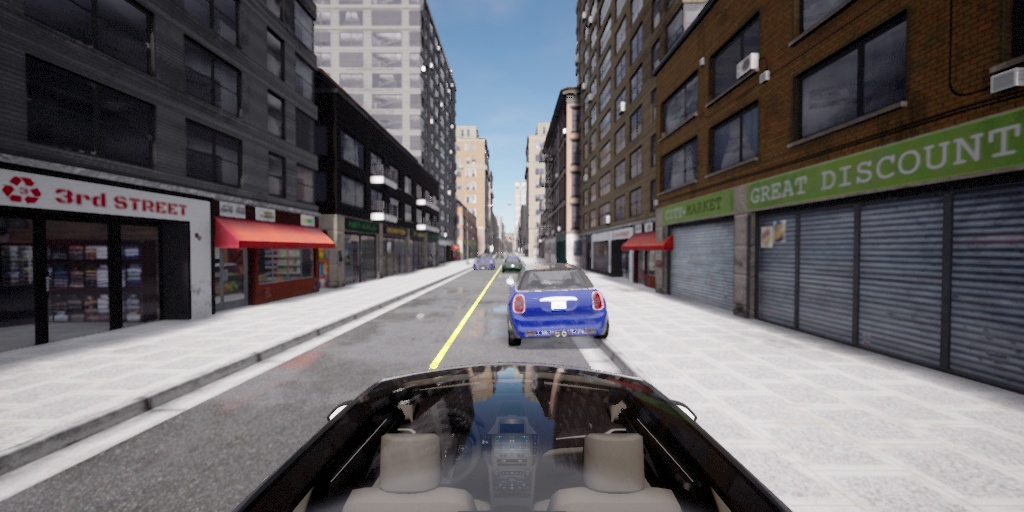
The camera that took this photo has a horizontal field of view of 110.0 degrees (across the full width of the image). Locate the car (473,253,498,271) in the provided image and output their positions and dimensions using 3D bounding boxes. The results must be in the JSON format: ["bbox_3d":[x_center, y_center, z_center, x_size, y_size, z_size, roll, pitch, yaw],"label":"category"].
[{"bbox_3d":[-2.853,0.551,37.354,2.097,1.767,4.553,0,1,0],"label":"car"}]

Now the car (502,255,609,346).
[{"bbox_3d":[0.925,0.955,9.211,2.097,1.767,4.553,-2,1,0],"label":"car"}]

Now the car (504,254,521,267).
[{"bbox_3d":[0.031,0.535,47.120,2.128,1.511,4.902,0,1,0],"label":"car"}]

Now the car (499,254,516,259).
[{"bbox_3d":[0.054,0.815,34.066,1.994,1.385,4.181,0,1,0],"label":"car"}]
